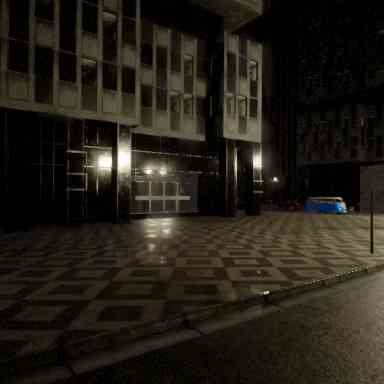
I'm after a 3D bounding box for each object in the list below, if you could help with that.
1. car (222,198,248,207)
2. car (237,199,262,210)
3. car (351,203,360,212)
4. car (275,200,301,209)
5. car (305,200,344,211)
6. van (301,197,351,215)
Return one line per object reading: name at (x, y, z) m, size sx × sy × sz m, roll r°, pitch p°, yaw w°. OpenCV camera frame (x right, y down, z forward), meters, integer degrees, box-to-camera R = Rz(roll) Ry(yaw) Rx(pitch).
car at (7.369, 1.842, 57.617) m, size 1.752 × 1.417 × 4.829 m, roll 0°, pitch 0°, yaw -36°
car at (7.113, 1.708, 43.324) m, size 1.887 × 1.381 × 4.507 m, roll 0°, pitch 0°, yaw -36°
car at (20.615, 1.726, 39.103) m, size 1.947 × 1.339 × 4.313 m, roll 0°, pitch 0°, yaw -36°
car at (14.042, 1.820, 48.291) m, size 1.802 × 1.307 × 4.206 m, roll 0°, pitch 0°, yaw -36°
car at (17.328, 1.750, 43.697) m, size 2.008 × 1.369 × 4.403 m, roll 0°, pitch 0°, yaw -36°
van at (13.687, 1.426, 34.137) m, size 1.690 × 1.788 × 3.998 m, roll 0°, pitch 0°, yaw -36°
